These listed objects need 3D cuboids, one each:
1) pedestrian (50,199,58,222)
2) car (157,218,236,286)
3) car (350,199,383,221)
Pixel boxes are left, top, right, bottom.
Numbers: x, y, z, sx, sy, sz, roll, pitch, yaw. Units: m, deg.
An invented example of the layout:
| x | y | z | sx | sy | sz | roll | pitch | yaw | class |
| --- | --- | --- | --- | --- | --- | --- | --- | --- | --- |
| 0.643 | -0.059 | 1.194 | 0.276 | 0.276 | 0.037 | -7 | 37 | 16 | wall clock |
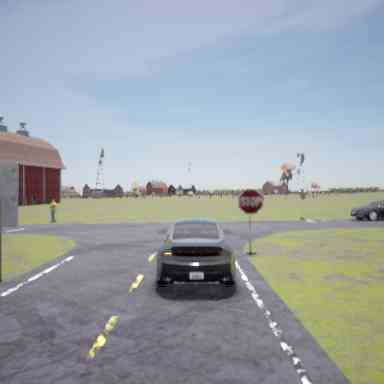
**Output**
| x | y | z | sx | sy | sz | roll | pitch | yaw | class |
| --- | --- | --- | --- | --- | --- | --- | --- | --- | --- |
| -11.203 | 1.487 | 26.852 | 0.375 | 1.860 | 0.375 | 0 | 0 | 4 | pedestrian |
| 0.092 | 1.505 | 9.387 | 1.837 | 1.490 | 4.892 | 0 | 0 | 0 | car |
| 13.897 | 1.259 | 23.897 | 4.892 | 1.490 | 1.837 | -1 | 0 | -4 | car |
